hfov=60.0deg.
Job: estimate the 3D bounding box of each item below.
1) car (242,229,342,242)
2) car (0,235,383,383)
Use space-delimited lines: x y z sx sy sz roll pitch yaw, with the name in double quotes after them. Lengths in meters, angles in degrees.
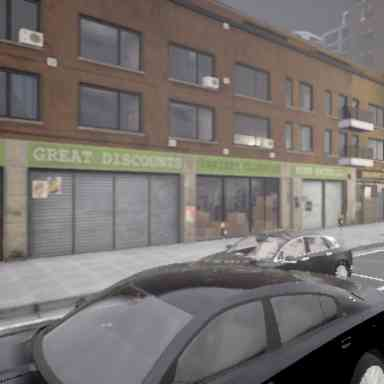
1.930 1.562 7.556 4.403 1.369 2.008 0 0 -35 "car"
-0.039 1.481 3.032 5.008 1.535 1.882 0 0 -35 "car"
